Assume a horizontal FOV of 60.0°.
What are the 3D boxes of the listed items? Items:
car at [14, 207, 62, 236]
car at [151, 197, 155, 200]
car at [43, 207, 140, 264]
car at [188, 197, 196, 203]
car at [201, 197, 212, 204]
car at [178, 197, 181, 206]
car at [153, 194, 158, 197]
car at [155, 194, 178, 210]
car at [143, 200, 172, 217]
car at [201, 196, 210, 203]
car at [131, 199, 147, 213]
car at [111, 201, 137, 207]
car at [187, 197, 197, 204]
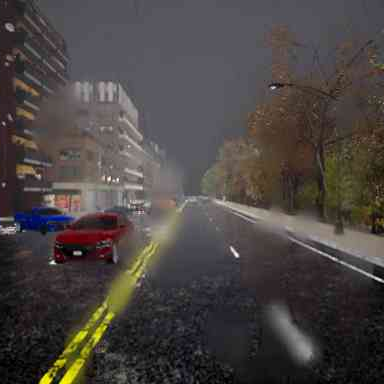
[{"bbox_3d":[-8.740,1.642,19.773,5.008,1.535,1.882,-1,-2,40],"label":"car"},{"bbox_3d":[-6.605,1.807,49.194,1.895,1.301,4.718,0,0,0],"label":"car"},{"bbox_3d":[-3.354,1.527,12.240,1.882,1.535,5.008,0,0,0],"label":"car"},{"bbox_3d":[-0.012,1.852,80.069,1.895,1.301,4.718,0,0,0],"label":"car"},{"bbox_3d":[3.240,1.888,70.070,1.895,1.301,4.718,0,0,0],"label":"car"},{"bbox_3d":[-3.330,1.777,59.373,1.812,1.442,4.674,0,0,0],"label":"car"},{"bbox_3d":[-6.553,1.490,64.003,2.150,2.045,5.566,0,0,1],"label":"car"},{"bbox_3d":[-3.353,1.539,45.190,2.097,1.767,4.553,0,0,0],"label":"car"},{"bbox_3d":[-3.357,1.751,33.249,1.895,1.301,4.718,0,0,0],"label":"car"},{"bbox_3d":[3.239,1.797,80.040,2.033,1.411,5.357,0,0,0],"label":"car"},{"bbox_3d":[-6.605,1.656,39.894,2.128,1.511,4.902,0,0,0],"label":"car"},{"bbox_3d":[-6.601,1.771,30.587,1.895,1.301,4.718,0,0,0],"label":"car"},{"bbox_3d":[-0.010,1.888,70.069,1.895,1.301,4.718,0,0,0],"label":"car"}]
